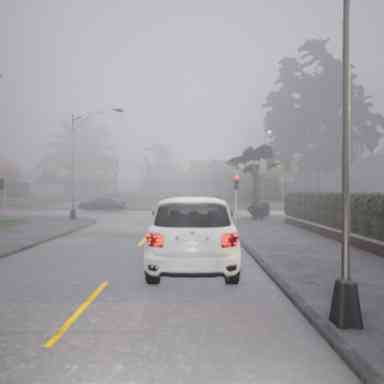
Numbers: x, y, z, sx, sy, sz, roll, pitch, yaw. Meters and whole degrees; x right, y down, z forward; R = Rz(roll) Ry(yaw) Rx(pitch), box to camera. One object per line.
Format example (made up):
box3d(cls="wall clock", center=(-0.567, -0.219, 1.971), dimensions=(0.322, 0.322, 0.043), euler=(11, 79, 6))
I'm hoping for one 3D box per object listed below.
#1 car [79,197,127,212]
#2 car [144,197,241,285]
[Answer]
box3d(cls="car", center=(-8.714, 1.207, 32.539), dimensions=(4.674, 1.442, 1.812), euler=(0, 0, 13))
box3d(cls="car", center=(0.022, 1.129, 9.357), dimensions=(2.150, 2.045, 5.566), euler=(0, 1, 0))
